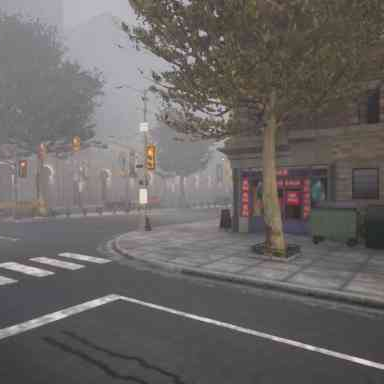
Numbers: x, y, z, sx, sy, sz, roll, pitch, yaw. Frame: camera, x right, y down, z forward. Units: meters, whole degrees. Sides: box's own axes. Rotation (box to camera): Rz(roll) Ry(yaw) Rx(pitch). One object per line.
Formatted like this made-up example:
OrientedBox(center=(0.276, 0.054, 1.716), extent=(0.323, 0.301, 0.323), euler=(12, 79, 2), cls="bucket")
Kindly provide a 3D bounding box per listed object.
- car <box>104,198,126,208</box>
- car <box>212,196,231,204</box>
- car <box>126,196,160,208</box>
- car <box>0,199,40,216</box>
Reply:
OrientedBox(center=(-10.321, 1.594, 47.923), extent=(1.895, 1.301, 4.718), euler=(0, 0, 36), cls="car")
OrientedBox(center=(5.756, 1.514, 64.722), extent=(1.837, 1.490, 4.892), euler=(0, 0, 36), cls="car")
OrientedBox(center=(-6.666, 1.350, 47.607), extent=(2.097, 1.767, 4.553), euler=(0, 0, 36), cls="car")
OrientedBox(center=(-17.385, 1.477, 32.705), extent=(1.882, 1.535, 5.008), euler=(0, 0, 36), cls="car")
